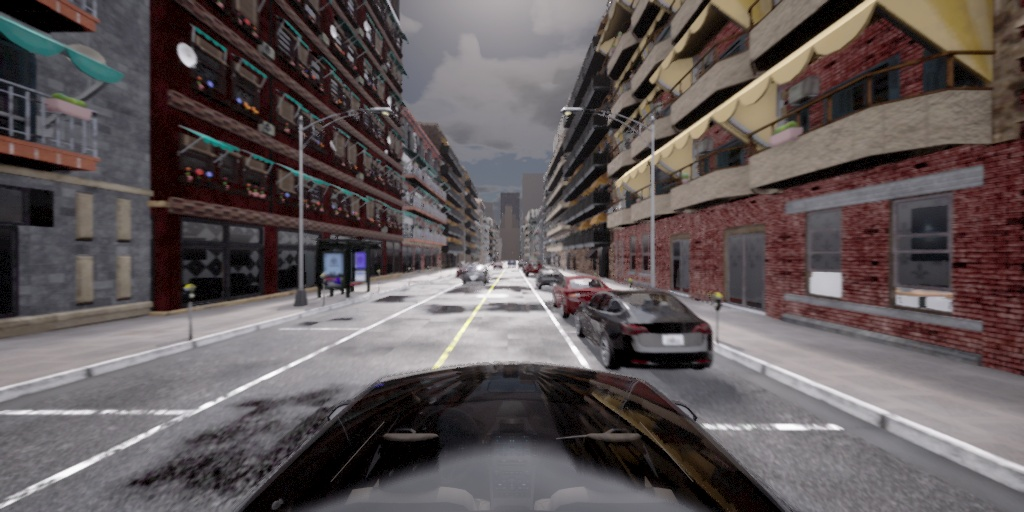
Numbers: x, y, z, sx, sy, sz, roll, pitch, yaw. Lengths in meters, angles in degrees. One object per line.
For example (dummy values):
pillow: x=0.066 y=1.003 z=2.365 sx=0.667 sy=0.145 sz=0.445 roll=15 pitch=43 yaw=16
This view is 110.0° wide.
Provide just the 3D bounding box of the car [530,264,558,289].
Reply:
car: x=2.535 y=1.501 z=24.681 sx=2.007 sy=1.370 sz=4.403 roll=0 pitch=0 yaw=0

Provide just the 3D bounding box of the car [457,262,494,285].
car: x=-2.844 y=1.479 z=28.949 sx=2.128 sy=1.511 sz=4.902 roll=0 pitch=-1 yaw=0

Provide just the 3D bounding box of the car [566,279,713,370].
car: x=2.532 y=1.368 z=7.688 sx=1.948 sy=1.339 sz=4.313 roll=0 pitch=0 yaw=0

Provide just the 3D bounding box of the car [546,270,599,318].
car: x=2.533 y=1.396 z=13.352 sx=1.888 sy=1.381 sz=4.507 roll=0 pitch=0 yaw=0

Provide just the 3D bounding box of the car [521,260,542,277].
car: x=2.560 y=1.416 z=41.673 sx=2.192 sy=1.841 sz=5.009 roll=0 pitch=0 yaw=0
